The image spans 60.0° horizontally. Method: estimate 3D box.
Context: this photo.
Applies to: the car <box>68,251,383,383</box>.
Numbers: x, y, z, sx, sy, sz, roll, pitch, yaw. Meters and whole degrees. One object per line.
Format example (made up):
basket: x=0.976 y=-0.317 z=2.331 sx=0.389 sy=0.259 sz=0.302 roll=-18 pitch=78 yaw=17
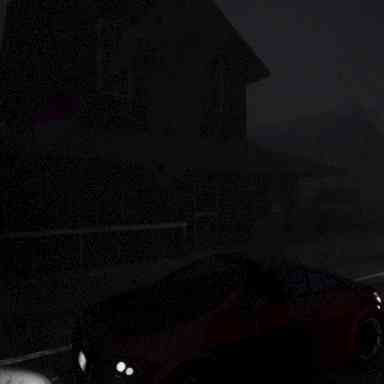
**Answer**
car: x=0.608 y=1.561 z=4.411 sx=4.181 sy=1.385 sz=1.994 roll=0 pitch=0 yaw=-29
